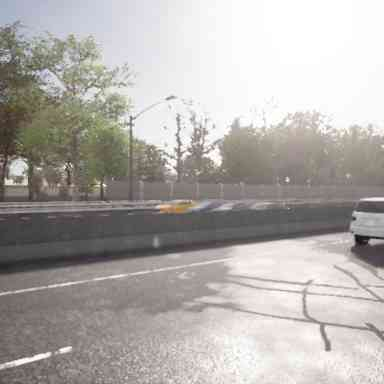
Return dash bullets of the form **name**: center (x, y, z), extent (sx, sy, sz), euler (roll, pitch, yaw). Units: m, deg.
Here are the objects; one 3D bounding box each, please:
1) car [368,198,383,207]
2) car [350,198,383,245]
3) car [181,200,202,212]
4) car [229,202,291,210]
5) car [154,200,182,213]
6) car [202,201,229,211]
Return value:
- **car**: center (32.494, 1.743, 57.176), extent (4.892, 1.490, 1.837), euler (0, 0, -35)
- **car**: center (9.194, 1.274, 14.608), extent (5.566, 2.045, 2.150), euler (0, 0, -36)
- **car**: center (1.658, 1.589, 30.975), extent (4.674, 1.442, 1.812), euler (0, 0, -35)
- **car**: center (5.527, 1.541, 25.136), extent (5.008, 1.535, 1.882), euler (0, 0, -35)
- **car**: center (-1.313, 1.535, 32.576), extent (5.008, 1.535, 1.882), euler (0, 0, -38)
- **car**: center (3.462, 1.588, 27.964), extent (4.674, 1.442, 1.812), euler (0, 0, -35)
